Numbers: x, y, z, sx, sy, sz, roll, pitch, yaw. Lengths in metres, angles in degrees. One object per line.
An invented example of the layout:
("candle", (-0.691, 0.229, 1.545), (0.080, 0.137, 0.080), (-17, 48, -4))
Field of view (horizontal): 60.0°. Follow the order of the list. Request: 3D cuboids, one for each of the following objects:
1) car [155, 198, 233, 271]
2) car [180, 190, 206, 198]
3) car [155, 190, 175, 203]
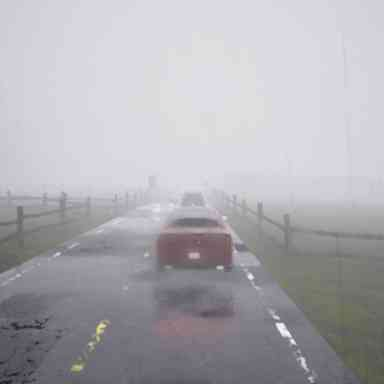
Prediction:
("car", (0.070, 1.157, 9.786), (1.882, 1.535, 5.008), (0, 2, 0))
("car", (0.074, 0.620, 27.426), (1.837, 1.490, 4.892), (0, 2, 0))
("car", (-2.846, 0.444, 36.062), (1.895, 1.301, 4.718), (0, 2, 0))
